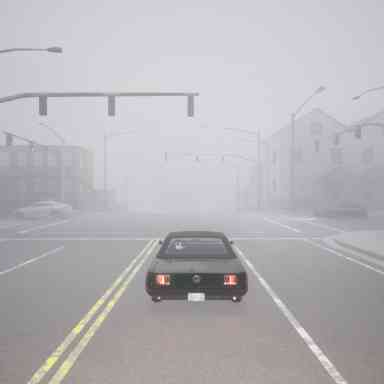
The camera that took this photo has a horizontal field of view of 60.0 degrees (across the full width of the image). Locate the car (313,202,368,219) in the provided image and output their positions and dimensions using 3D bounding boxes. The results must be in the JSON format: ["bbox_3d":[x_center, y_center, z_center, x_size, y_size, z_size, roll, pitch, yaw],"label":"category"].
[{"bbox_3d":[12.503,1.562,28.121,4.181,1.385,1.994,0,0,-1],"label":"car"}]

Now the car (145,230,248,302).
[{"bbox_3d":[0.102,1.600,8.199,1.895,1.301,4.718,0,0,0],"label":"car"}]

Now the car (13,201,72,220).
[{"bbox_3d":[-12.463,1.509,27.845,4.674,1.442,1.812,-2,0,-1],"label":"car"}]
